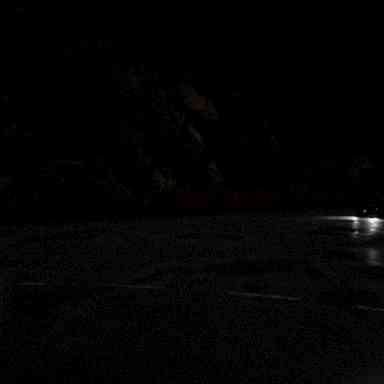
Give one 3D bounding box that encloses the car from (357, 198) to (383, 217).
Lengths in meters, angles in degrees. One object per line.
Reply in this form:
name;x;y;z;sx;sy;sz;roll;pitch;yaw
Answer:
car;15.893;1.298;28.210;4.892;1.490;1.837;0;0;-35
